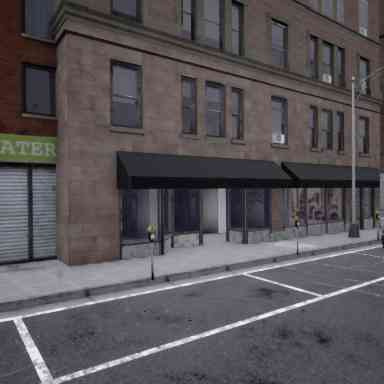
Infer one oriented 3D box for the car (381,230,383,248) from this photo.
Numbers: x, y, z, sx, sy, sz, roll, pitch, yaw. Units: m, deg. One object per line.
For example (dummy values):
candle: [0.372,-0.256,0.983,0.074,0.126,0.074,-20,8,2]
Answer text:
car: [9.185,1.540,13.088,4.507,1.381,1.887,0,-1,-35]
